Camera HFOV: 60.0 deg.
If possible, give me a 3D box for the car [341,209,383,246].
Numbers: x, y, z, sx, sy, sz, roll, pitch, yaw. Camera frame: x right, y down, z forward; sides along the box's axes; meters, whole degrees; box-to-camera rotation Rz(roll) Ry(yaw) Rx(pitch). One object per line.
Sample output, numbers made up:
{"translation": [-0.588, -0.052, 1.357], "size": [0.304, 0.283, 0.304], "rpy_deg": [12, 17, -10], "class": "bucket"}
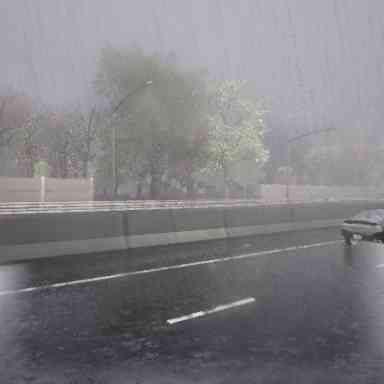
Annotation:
{"translation": [8.269, 1.495, 14.067], "size": [4.902, 1.511, 2.128], "rpy_deg": [0, 0, -35], "class": "car"}
